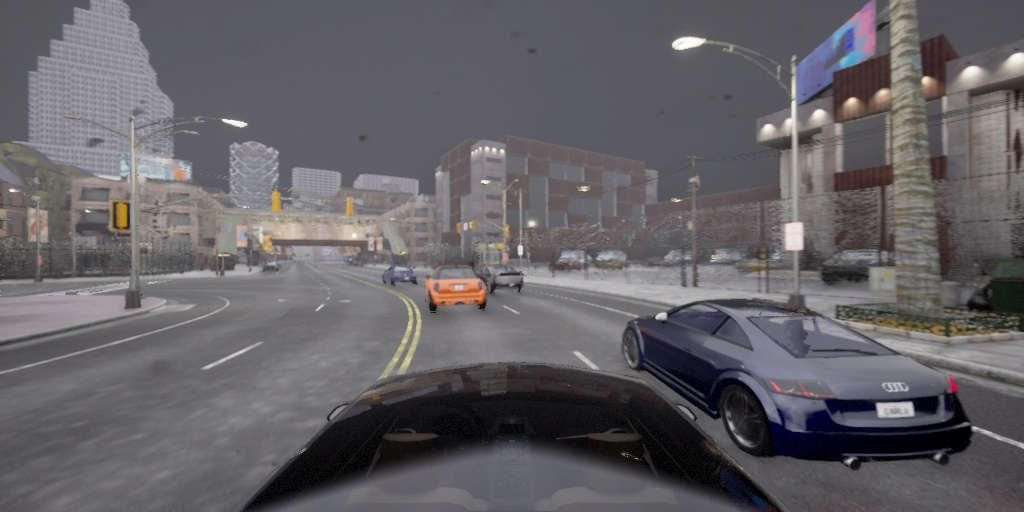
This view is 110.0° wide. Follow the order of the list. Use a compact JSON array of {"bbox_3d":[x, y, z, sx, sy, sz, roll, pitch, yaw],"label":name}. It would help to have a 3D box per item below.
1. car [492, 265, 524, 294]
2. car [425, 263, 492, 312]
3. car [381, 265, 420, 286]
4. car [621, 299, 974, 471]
[{"bbox_3d":[-1.021,1.283,20.539,2.128,1.511,4.902,0,0,-25],"label":"car"},{"bbox_3d":[-2.458,1.148,14.827,2.097,1.767,4.553,-1,0,-16],"label":"car"},{"bbox_3d":[-8.464,1.404,26.952,1.812,1.442,4.674,-1,0,-30],"label":"car"},{"bbox_3d":[3.134,1.287,5.071,1.994,1.385,4.181,-1,0,-4],"label":"car"}]
